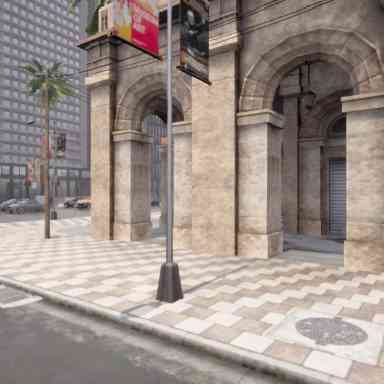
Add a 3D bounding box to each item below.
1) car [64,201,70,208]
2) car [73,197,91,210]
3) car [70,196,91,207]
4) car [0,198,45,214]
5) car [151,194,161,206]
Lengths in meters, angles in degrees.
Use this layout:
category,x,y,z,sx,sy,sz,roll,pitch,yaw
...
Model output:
category,x,y,z,sx,sy,sz,roll,pitch,yaw
car,-16.256,1.513,48.449,2.161,1.482,4.786,0,0,35
car,-12.345,1.601,42.589,1.895,1.301,4.718,0,0,35
car,-13.977,1.352,46.317,2.097,1.767,4.553,0,0,35
car,-17.474,1.564,35.411,1.994,1.385,4.181,0,0,36
car,-6.433,1.505,50.840,1.837,1.490,4.892,0,0,36
